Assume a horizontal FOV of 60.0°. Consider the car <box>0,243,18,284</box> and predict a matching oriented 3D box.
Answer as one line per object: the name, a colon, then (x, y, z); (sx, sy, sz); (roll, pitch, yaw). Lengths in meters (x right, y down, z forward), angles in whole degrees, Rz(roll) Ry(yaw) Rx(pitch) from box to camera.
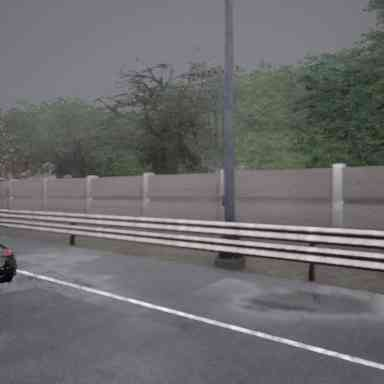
car: (-6.325, 1.593, 8.503); (4.181, 1.385, 1.994); (0, 0, 35)
